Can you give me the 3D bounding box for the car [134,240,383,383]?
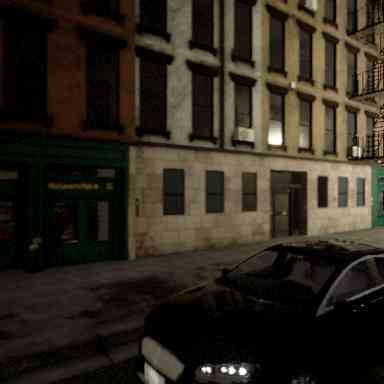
[{"bbox_3d":[1.639,1.487,4.547,4.902,1.511,2.128,0,0,-35],"label":"car"}]
